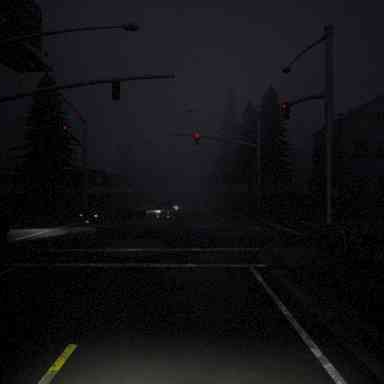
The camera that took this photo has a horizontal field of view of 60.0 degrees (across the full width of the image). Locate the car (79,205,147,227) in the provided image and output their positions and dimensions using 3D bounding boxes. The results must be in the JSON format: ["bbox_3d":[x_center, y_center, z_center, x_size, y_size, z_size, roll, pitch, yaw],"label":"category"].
[{"bbox_3d":[-5.367,1.565,22.962,1.895,1.301,4.718,-1,0,35],"label":"car"}]

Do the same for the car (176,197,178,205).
[{"bbox_3d":[-3.423,1.514,59.433,1.895,1.301,4.718,0,0,0],"label":"car"}]

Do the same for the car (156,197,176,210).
[{"bbox_3d":[-3.540,1.547,42.840,2.033,1.411,5.357,0,0,0],"label":"car"}]
